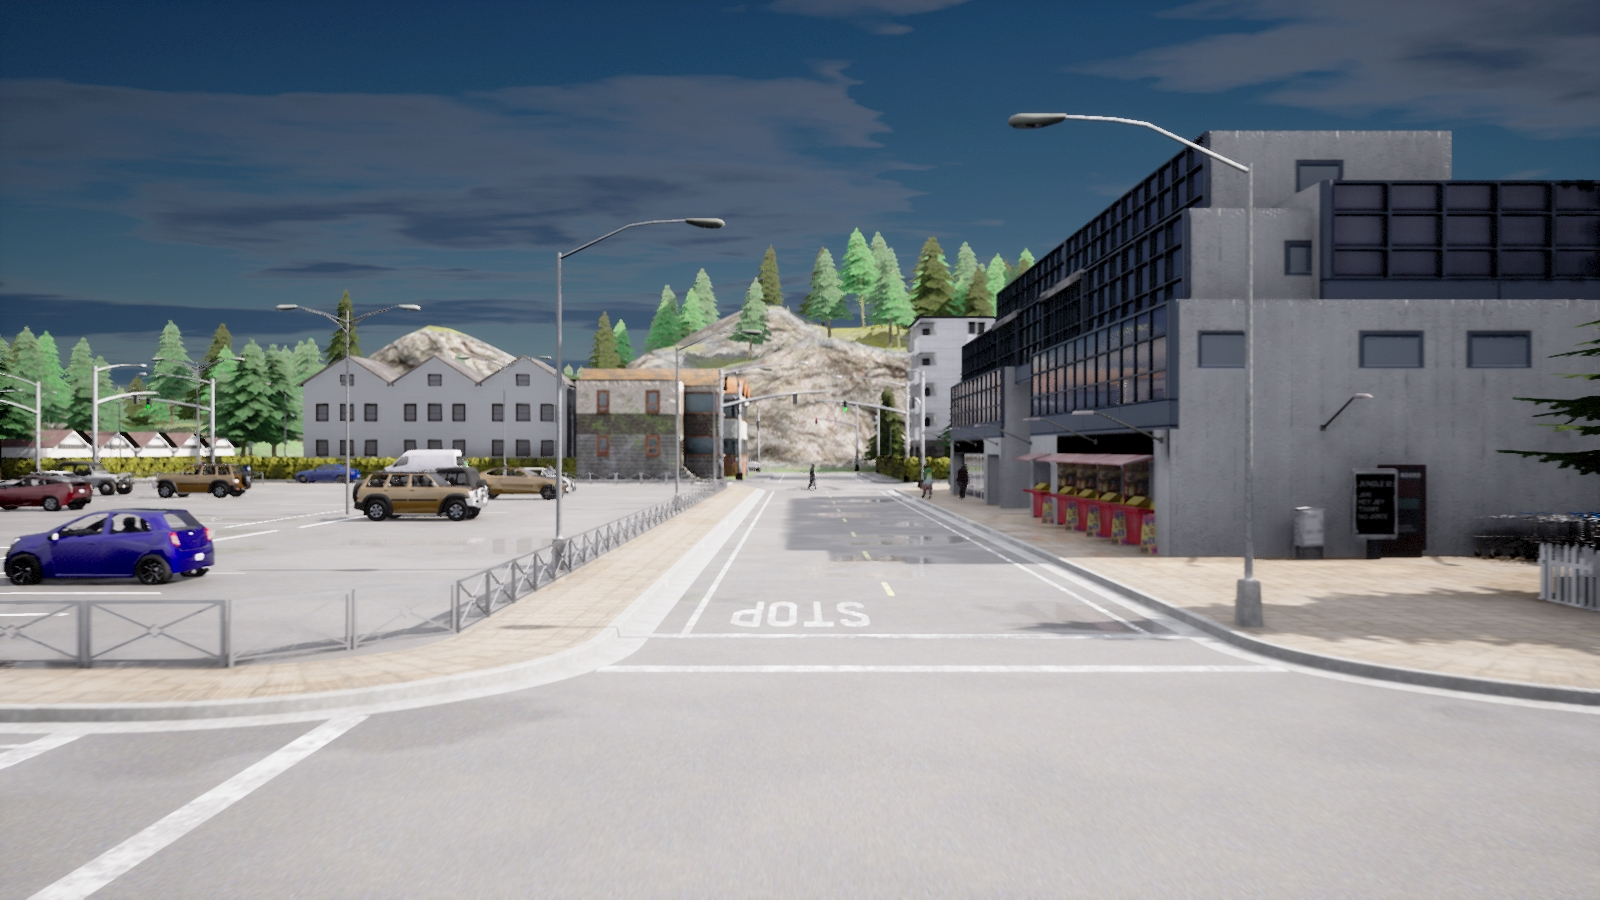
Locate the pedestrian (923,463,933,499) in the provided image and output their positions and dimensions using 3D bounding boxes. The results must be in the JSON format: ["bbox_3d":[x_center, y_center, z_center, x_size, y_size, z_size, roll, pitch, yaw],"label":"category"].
[{"bbox_3d":[6.691,1.620,59.841,0.375,1.860,0.375,0,0,-19],"label":"pedestrian"}]

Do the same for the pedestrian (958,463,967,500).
[{"bbox_3d":[8.327,1.623,58.494,0.375,1.860,0.375,0,0,-12],"label":"pedestrian"}]

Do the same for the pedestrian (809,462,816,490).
[{"bbox_3d":[0.853,1.756,76.399,0.375,1.860,0.375,0,0,15],"label":"pedestrian"}]
